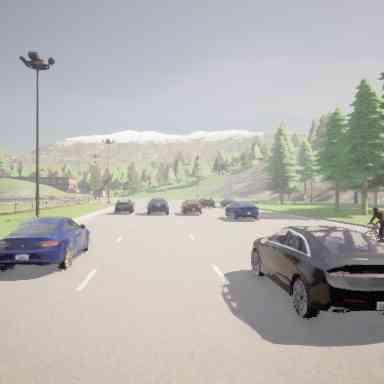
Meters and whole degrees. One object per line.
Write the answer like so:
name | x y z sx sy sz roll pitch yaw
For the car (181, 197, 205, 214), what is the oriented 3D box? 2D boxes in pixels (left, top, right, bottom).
car | -0.088 1.525 34.850 1.812 1.442 4.674 0 0 -6

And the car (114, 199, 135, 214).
car | -7.252 1.492 36.048 2.128 1.511 4.902 0 0 -6

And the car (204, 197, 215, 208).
car | 2.079 1.489 47.616 2.128 1.511 4.902 0 0 -6

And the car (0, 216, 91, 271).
car | -4.616 1.525 10.890 1.812 1.442 4.674 0 0 -6

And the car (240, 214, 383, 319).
car | 2.718 1.491 7.414 2.128 1.511 4.902 0 0 -5

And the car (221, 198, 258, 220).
car | 4.135 1.477 28.197 1.882 1.535 5.008 0 0 -6

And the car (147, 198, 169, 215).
car | -3.561 1.352 34.475 2.097 1.767 4.553 0 0 -8

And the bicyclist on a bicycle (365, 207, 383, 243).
bicyclist on a bicycle | 7.670 1.439 13.613 1.656 1.620 0.582 -1 -1 -15

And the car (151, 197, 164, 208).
car | -5.002 1.525 47.902 1.812 1.442 4.674 0 0 -7
